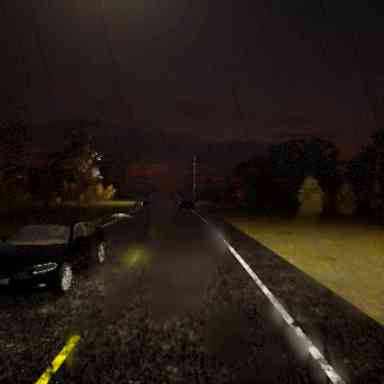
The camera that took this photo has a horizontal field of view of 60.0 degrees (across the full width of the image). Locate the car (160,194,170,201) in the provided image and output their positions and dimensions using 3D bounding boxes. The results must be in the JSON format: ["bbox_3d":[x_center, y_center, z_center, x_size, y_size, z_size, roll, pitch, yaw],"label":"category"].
[{"bbox_3d":[-6.073,1.369,76.897,1.837,1.490,4.892,0,0,-9],"label":"car"}]

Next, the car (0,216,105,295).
[{"bbox_3d":[-3.730,1.479,8.961,1.882,1.535,5.008,0,0,-1],"label":"car"}]

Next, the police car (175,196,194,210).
[{"bbox_3d":[-0.810,1.409,42.106,1.930,1.638,5.238,0,0,-5],"label":"police car"}]

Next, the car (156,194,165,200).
[{"bbox_3d":[-8.782,1.346,92.555,2.128,1.511,4.902,0,0,-11],"label":"car"}]

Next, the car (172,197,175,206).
[{"bbox_3d":[-1.763,1.452,52.006,1.882,1.535,5.008,0,0,-6],"label":"car"}]

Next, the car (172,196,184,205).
[{"bbox_3d":[-2.439,1.491,58.002,1.812,1.442,4.674,0,0,-7],"label":"car"}]

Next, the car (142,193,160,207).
[{"bbox_3d":[-6.315,1.201,50.830,2.150,2.045,5.566,0,0,-6],"label":"car"}]
